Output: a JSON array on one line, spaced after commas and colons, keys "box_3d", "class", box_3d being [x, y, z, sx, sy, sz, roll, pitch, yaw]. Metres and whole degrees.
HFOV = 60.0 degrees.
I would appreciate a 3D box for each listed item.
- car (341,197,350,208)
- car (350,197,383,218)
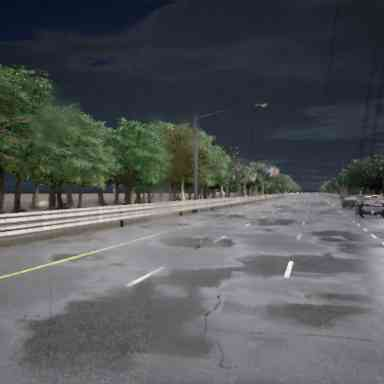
[{"box_3d": [21.587, 1.432, 45.602, 1.882, 1.535, 5.008, 0, 0, 20], "class": "car"}, {"box_3d": [15.733, 1.450, 29.638, 2.128, 1.511, 4.902, 0, 0, 20], "class": "car"}]
